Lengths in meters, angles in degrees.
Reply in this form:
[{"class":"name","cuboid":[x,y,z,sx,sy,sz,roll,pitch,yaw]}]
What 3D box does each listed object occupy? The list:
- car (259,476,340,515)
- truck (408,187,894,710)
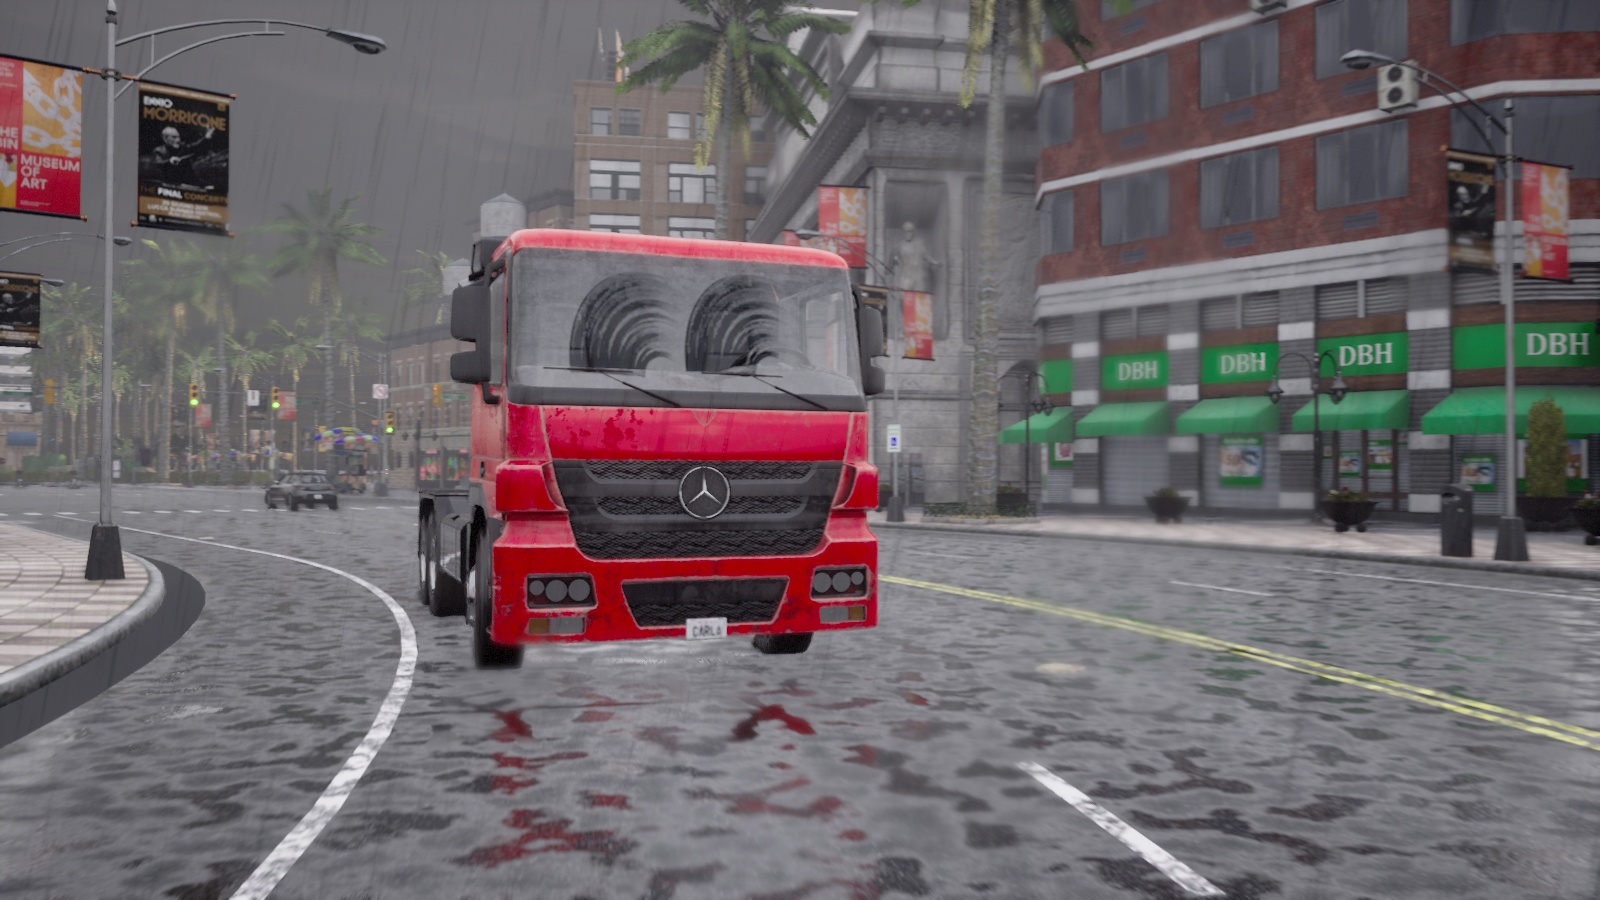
[{"class":"car","cuboid":[-19.806,1.761,49.573,1.816,1.474,4.193,0,-1,-39]},{"class":"truck","cuboid":[-2.105,0.054,12.534,2.891,3.462,7.936,0,-1,-21]}]
